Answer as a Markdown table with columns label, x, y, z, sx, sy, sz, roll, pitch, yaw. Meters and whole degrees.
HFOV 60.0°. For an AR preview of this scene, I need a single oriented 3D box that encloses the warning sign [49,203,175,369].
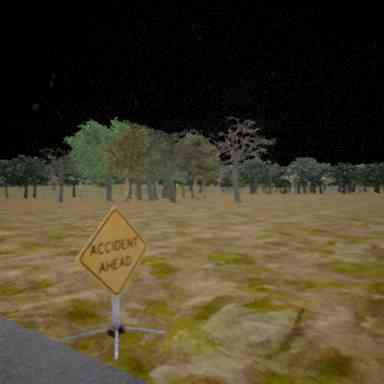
| label | x | y | z | sx | sy | sz | roll | pitch | yaw |
| --- | --- | --- | --- | --- | --- | --- | --- | --- | --- |
| warning sign | -1.086 | 1.119 | 4.686 | 1.060 | 1.860 | 1.300 | -1 | 0 | 35 |
